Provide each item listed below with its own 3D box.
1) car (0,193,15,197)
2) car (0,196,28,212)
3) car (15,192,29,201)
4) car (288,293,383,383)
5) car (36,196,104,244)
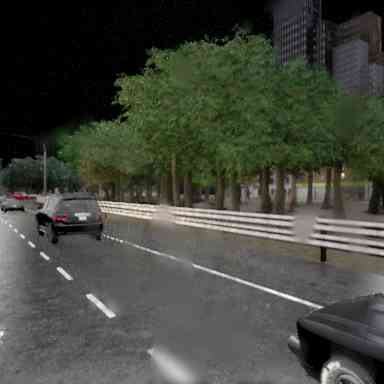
[{"bbox_3d":[-31.355,1.377,55.586,2.128,1.511,4.902,0,0,-26],"label":"car"},{"bbox_3d":[-20.091,1.490,37.288,1.994,1.385,4.181,0,0,-34],"label":"car"},{"bbox_3d":[-38.223,1.070,74.267,2.150,2.045,5.566,0,0,-12],"label":"car"},{"bbox_3d":[3.067,1.595,2.372,1.895,1.301,4.718,0,0,-34],"label":"car"},{"bbox_3d":[-6.045,1.189,16.109,2.150,2.045,5.566,0,0,-34],"label":"car"}]
